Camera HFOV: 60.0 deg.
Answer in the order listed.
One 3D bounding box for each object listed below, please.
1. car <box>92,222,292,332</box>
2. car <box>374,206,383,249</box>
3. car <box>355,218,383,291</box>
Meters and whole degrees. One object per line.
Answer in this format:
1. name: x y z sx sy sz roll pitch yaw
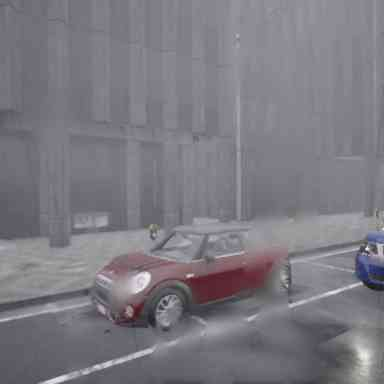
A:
1. car: 0.110 1.417 6.732 4.097 1.590 1.967 0 0 -36
2. car: 9.286 1.351 13.282 4.097 1.590 1.967 0 0 -36
3. car: 6.102 1.167 7.735 5.566 2.045 2.150 0 0 -36
